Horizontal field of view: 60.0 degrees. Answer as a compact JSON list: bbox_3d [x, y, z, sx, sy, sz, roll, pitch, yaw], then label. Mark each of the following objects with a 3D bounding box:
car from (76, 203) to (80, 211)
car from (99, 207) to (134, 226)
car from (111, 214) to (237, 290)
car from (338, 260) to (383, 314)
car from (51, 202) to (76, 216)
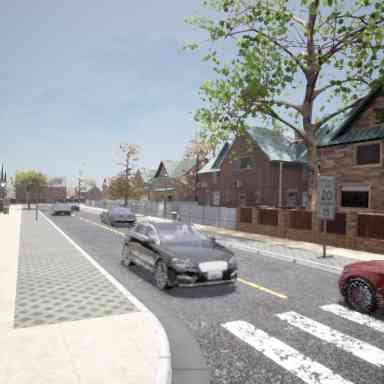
[{"bbox_3d":[-18.717,2.262,51.596,1.895,1.301,4.718,2,-2,-27],"label":"car"},{"bbox_3d":[-6.041,1.904,26.722,2.033,1.411,5.357,2,-1,-27],"label":"car"},{"bbox_3d":[-0.592,1.596,9.534,2.128,1.511,4.902,2,-1,-27],"label":"car"},{"bbox_3d":[4.763,1.665,5.512,1.812,1.442,4.674,2,-1,-27],"label":"car"},{"bbox_3d":[-14.766,1.958,37.450,2.033,1.411,5.357,2,-1,-27],"label":"car"}]
